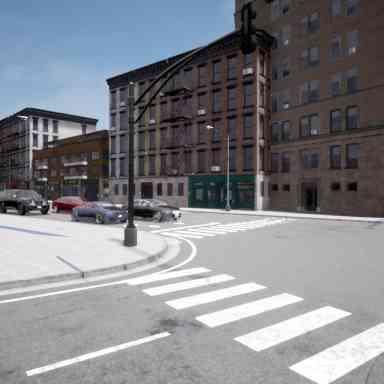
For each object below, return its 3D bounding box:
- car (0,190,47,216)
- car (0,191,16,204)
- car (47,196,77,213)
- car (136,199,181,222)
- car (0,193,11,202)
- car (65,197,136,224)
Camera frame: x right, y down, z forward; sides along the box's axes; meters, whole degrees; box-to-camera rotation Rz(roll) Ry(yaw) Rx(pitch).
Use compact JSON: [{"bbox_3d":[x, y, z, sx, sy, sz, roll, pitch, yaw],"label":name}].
[{"bbox_3d":[-14.314,0.829,28.259,5.566,2.045,2.150,1,0,39],"label":"car"},{"bbox_3d":[-27.584,0.786,48.231,4.553,1.767,2.097,1,0,41],"label":"car"},{"bbox_3d":[-10.380,1.125,29.276,5.008,1.535,1.882,1,0,39],"label":"car"},{"bbox_3d":[-2.930,1.239,23.452,4.902,1.511,2.128,1,0,38],"label":"car"},{"bbox_3d":[-33.139,0.897,57.608,4.674,1.442,1.812,1,0,43],"label":"car"},{"bbox_3d":[-6.013,1.281,21.728,4.181,1.385,1.994,1,0,37],"label":"car"}]
